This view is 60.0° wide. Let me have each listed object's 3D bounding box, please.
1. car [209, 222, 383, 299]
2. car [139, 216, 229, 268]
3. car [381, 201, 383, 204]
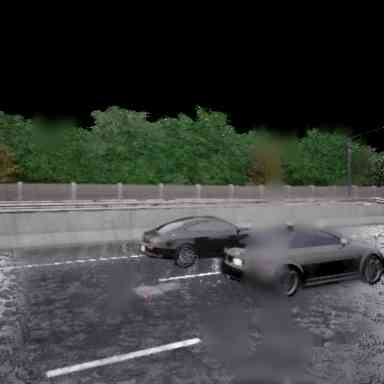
[{"bbox_3d":[2.799,1.532,8.297,4.181,1.385,1.994,0,-1,-27],"label":"car"},{"bbox_3d":[0.569,1.523,11.088,4.674,1.442,1.812,0,0,-27],"label":"car"},{"bbox_3d":[27.170,1.483,44.036,5.008,1.535,1.882,0,0,-26],"label":"car"}]
